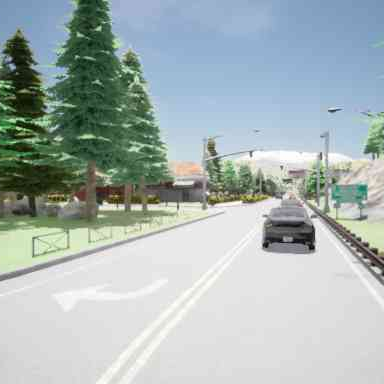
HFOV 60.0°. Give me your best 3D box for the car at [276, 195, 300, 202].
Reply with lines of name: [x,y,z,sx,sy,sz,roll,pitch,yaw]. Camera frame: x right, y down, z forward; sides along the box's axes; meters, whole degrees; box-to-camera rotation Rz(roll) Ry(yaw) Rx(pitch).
car: [8.256,1.293,27.703,1.882,1.535,5.008,0,0,17]

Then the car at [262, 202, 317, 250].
car: [3.884,1.321,13.354,1.837,1.490,4.892,0,0,17]

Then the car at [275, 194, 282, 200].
car: [23.532,1.316,89.840,1.837,1.490,4.892,0,0,17]
